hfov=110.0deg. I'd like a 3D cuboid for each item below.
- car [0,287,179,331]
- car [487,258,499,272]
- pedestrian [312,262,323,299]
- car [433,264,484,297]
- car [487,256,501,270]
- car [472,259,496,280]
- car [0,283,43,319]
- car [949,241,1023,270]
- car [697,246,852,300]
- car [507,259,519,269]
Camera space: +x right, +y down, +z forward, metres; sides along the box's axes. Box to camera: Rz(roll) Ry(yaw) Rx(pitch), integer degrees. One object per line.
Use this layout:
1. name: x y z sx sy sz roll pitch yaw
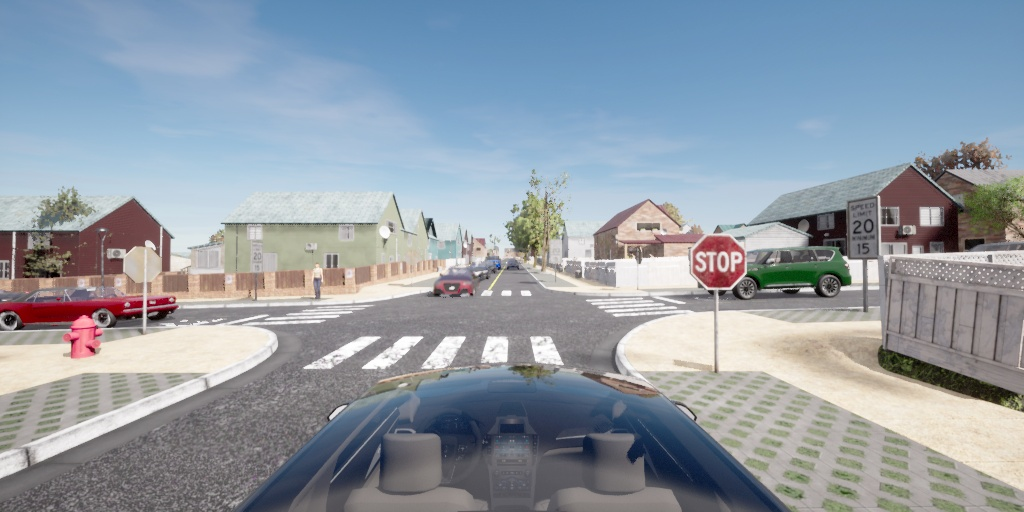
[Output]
1. car: -14.108 1.672 11.907 4.718 1.301 1.895 -2 -1 1
2. car: -2.799 1.282 42.252 1.812 1.442 4.674 0 0 0
3. pedestrian: -9.674 1.213 17.819 0.375 1.860 0.375 0 0 0
4. car: -2.831 1.327 18.925 1.994 1.385 4.181 0 0 0
5. car: -2.764 0.976 52.988 2.150 2.045 5.566 0 0 0
6. car: -2.815 1.249 31.086 2.128 1.511 4.902 0 0 0
7. car: -23.440 1.939 14.849 5.357 1.411 2.033 -2 -1 0
8. car: 21.021 0.400 15.057 5.566 2.045 2.150 -2 -1 0
9. car: 10.818 0.675 14.995 5.566 2.045 2.150 -2 -1 -1
10. car: 0.155 1.302 55.088 2.033 1.411 5.357 0 0 1
